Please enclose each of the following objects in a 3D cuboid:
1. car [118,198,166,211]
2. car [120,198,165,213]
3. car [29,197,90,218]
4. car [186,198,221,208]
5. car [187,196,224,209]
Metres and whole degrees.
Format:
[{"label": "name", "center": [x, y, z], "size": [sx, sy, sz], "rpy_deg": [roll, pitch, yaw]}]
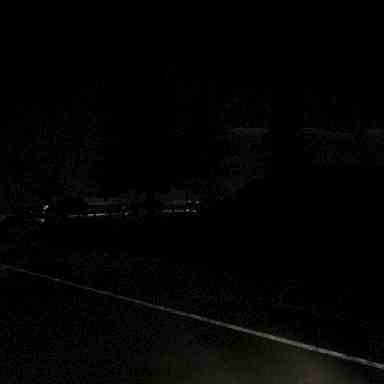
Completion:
[{"label": "car", "center": [-5.935, 1.448, 39.885], "size": [5.357, 1.411, 2.033], "rpy_deg": [0, 0, -42]}, {"label": "car", "center": [-5.184, 1.406, 35.789], "size": [4.902, 1.511, 2.128], "rpy_deg": [0, 0, -42]}, {"label": "car", "center": [-11.389, 1.260, 29.373], "size": [2.097, 1.767, 4.553], "rpy_deg": [0, 0, 41]}, {"label": "car", "center": [1.630, 1.514, 45.774], "size": [4.718, 1.301, 1.895], "rpy_deg": [0, 0, -35]}, {"label": "car", "center": [1.742, 1.276, 41.526], "size": [4.553, 1.767, 2.097], "rpy_deg": [0, 0, -35]}]
